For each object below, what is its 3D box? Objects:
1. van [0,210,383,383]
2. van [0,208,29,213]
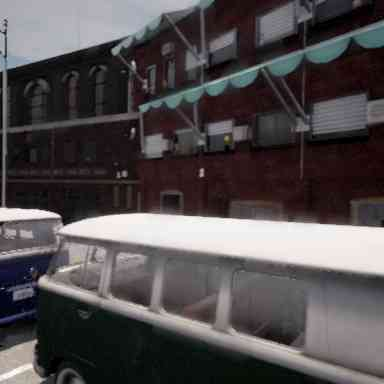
[{"bbox_3d":[0.271,1.251,3.086,4.442,1.987,1.878,0,0,36],"label":"van"},{"bbox_3d":[-4.303,1.264,6.209,4.442,1.987,1.878,0,0,35],"label":"van"}]
